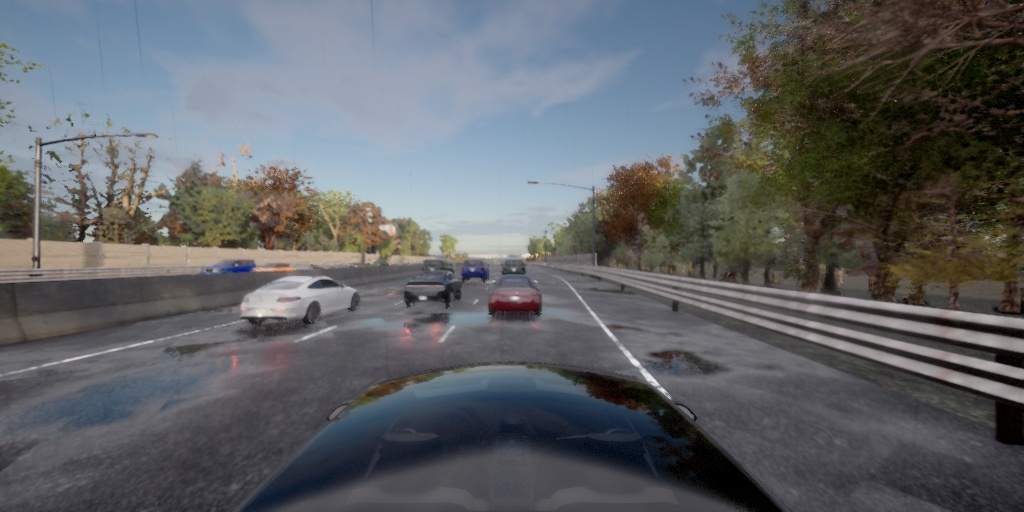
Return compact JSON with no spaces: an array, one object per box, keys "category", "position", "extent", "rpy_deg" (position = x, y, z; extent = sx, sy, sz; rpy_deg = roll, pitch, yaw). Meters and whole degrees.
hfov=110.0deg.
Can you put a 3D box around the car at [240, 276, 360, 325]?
[{"category":"car","position":[-6.888,1.391,12.148],"extent":[1.812,1.442,4.674],"rpy_deg":[0,-1,0]}]

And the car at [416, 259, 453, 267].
[{"category":"car","position":[-6.821,1.331,33.093],"extent":[2.150,2.045,5.566],"rpy_deg":[0,-1,0]}]

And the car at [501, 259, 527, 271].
[{"category":"car","position":[0.179,1.333,33.122],"extent":[2.150,2.045,5.566],"rpy_deg":[0,-1,0]}]

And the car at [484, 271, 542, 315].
[{"category":"car","position":[0.121,1.457,14.407],"extent":[1.994,1.385,4.181],"rpy_deg":[0,-1,0]}]

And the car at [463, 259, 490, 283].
[{"category":"car","position":[-3.321,1.332,33.072],"extent":[2.150,2.045,5.566],"rpy_deg":[0,-1,0]}]

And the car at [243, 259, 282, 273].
[{"category":"car","position":[-24.502,1.500,36.717],"extent":[2.097,1.767,4.553],"rpy_deg":[0,-1,0]}]

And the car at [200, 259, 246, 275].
[{"category":"car","position":[-27.852,1.356,35.604],"extent":[2.150,2.045,5.566],"rpy_deg":[0,-1,-1]}]

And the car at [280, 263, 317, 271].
[{"category":"car","position":[-20.997,1.672,36.526],"extent":[1.812,1.442,4.674],"rpy_deg":[0,-1,0]}]

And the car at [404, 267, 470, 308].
[{"category":"car","position":[-3.370,1.402,16.045],"extent":[2.128,1.511,4.902],"rpy_deg":[0,-1,0]}]

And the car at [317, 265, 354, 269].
[{"category":"car","position":[-17.504,1.656,36.819],"extent":[1.837,1.490,4.892],"rpy_deg":[0,-1,0]}]
